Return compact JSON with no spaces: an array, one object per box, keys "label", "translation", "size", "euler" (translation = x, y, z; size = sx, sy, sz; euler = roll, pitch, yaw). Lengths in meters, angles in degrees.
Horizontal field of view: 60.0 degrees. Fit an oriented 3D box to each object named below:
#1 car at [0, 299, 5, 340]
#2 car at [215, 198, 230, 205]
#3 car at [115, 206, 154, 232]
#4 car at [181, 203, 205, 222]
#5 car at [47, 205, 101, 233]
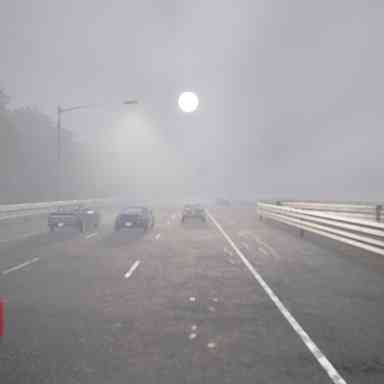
[{"label":"car","translation":[-3.401,1.226,1.758],"size":[2.150,2.045,5.566],"euler":[0,0,0]},{"label":"car","translation":[5.439,1.681,60.290],"size":[1.994,1.385,4.181],"euler":[0,0,-8]},{"label":"car","translation":[-3.405,1.551,20.129],"size":[1.812,1.442,4.674],"euler":[0,0,0]},{"label":"car","translation":[0.112,1.578,26.893],"size":[2.033,1.411,5.357],"euler":[0,0,0]},{"label":"car","translation":[-6.894,1.517,19.914],"size":[2.128,1.511,4.902],"euler":[0,0,0]}]
